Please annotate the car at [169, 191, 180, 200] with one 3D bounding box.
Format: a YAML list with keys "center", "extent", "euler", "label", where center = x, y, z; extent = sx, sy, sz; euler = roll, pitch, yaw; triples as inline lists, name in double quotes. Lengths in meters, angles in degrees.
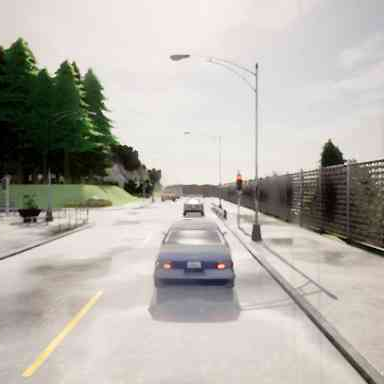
- center: [-3.836, 0.717, 71.861]
  extent: [2.097, 1.767, 4.553]
  euler: [0, 1, 0]
  label: "car"

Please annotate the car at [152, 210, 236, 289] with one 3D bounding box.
- center: [0.067, 1.466, 9.080]
  extent: [2.033, 1.411, 5.357]
  euler: [0, 1, 1]
  label: "car"

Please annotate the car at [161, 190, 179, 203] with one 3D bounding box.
- center: [-3.938, 0.724, 56.219]
  extent: [2.150, 2.045, 5.566]
  euler: [0, 0, 1]
  label: "car"

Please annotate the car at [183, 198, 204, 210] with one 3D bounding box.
- center: [0.152, 1.278, 30.255]
  extent: [2.033, 1.411, 5.357]
  euler: [0, 1, 0]
  label: "car"
